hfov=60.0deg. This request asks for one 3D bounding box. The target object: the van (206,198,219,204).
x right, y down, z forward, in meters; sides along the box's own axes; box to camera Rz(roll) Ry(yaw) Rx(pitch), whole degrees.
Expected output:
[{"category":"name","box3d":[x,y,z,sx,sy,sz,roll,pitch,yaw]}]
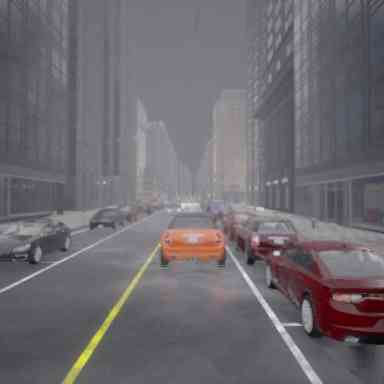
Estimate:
[{"category":"van","box3d":[2.692,1.746,34.732,1.690,1.788,3.998,1,-1,0]}]

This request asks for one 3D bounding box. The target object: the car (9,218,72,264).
[{"category":"car","box3d":[-5.845,1.694,12.244,2.008,1.369,4.403,1,-1,0]}]

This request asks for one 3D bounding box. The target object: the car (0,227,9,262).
[{"category":"car","box3d":[-5.846,1.601,6.450,1.752,1.417,4.829,1,-1,0]}]

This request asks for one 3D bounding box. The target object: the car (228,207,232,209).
[{"category":"car","box3d":[2.683,1.753,17.858,1.887,1.381,4.507,1,-1,0]}]

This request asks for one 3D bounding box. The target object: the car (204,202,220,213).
[{"category":"car","box3d":[2.694,2.089,45.978,2.008,1.369,4.403,1,-1,0]}]

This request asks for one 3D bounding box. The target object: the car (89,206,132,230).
[{"category":"car","box3d":[-5.840,1.839,23.492,1.947,1.339,4.313,1,-1,0]}]

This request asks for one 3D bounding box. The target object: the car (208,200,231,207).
[{"category":"car","box3d":[2.689,1.779,29.107,1.967,1.590,4.097,1,-1,0]}]

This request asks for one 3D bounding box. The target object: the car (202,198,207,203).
[{"category":"car","box3d":[2.694,1.787,40.356,2.192,1.841,5.009,1,-1,0]}]

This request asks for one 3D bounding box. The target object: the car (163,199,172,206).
[{"category":"car","box3d":[-5.819,2.468,79.564,1.752,1.417,4.829,1,-1,0]}]

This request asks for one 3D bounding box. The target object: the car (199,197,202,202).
[{"category":"car","box3d":[2.700,2.114,57.226,1.967,1.590,4.097,1,-1,0]}]

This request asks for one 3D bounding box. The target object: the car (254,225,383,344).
[{"category":"car","box3d":[2.679,1.623,6.610,1.887,1.381,4.507,1,-1,0]}]

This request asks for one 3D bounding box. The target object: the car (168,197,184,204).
[{"category":"car","box3d":[-3.034,2.030,57.593,2.097,1.767,4.553,0,-1,1]}]

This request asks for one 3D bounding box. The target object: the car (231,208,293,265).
[{"category":"car","box3d":[2.682,1.583,12.235,1.967,1.590,4.097,1,-1,0]}]

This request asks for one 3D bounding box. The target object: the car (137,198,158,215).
[{"category":"car","box3d":[-5.832,1.787,40.367,2.192,1.841,5.009,1,-1,0]}]

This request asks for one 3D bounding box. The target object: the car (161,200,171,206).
[{"category":"car","box3d":[-5.821,2.422,74.110,1.887,1.381,4.507,1,-1,0]}]

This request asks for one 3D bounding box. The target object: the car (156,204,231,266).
[{"category":"car","box3d":[0.050,1.494,12.239,2.097,1.767,4.553,0,-1,0]}]

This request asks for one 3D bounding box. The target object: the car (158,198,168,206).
[{"category":"car","box3d":[-5.825,1.989,57.240,2.192,1.841,5.009,1,-1,0]}]

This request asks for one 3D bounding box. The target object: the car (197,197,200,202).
[{"category":"car","box3d":[2.705,2.124,68.476,2.192,1.841,5.009,1,-1,0]}]

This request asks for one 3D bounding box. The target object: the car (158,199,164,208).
[{"category":"car","box3d":[-5.829,2.151,51.612,1.887,1.381,4.507,1,-1,0]}]

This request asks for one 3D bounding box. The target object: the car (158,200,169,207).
[{"category":"car","box3d":[-5.823,2.332,68.316,1.752,1.417,4.829,1,-1,0]}]

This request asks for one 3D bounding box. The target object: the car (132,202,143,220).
[{"category":"car","box3d":[-5.838,1.884,29.116,1.887,1.381,4.507,1,-1,0]}]

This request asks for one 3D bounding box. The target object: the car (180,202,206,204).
[{"category":"car","box3d":[0.063,1.851,27.986,1.812,1.442,4.674,0,0,1]}]
